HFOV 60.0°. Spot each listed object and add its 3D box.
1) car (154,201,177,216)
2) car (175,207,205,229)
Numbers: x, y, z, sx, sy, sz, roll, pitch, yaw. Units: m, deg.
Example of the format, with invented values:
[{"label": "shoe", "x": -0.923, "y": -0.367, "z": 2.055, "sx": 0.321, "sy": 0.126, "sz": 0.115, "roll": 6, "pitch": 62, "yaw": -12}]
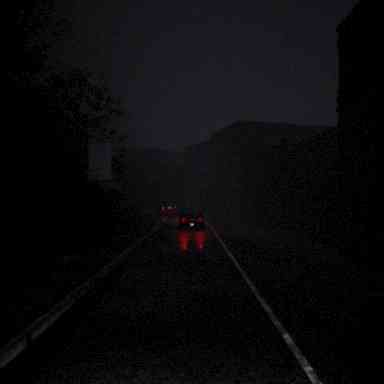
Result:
[{"label": "car", "x": -3.289, "y": 1.906, "z": 41.224, "sx": 2.097, "sy": 1.767, "sz": 4.553, "roll": 0, "pitch": 0, "yaw": -18}, {"label": "car", "x": -0.149, "y": 2.064, "z": 25.842, "sx": 1.895, "sy": 1.301, "sz": 4.718, "roll": 0, "pitch": -1, "yaw": -4}]
